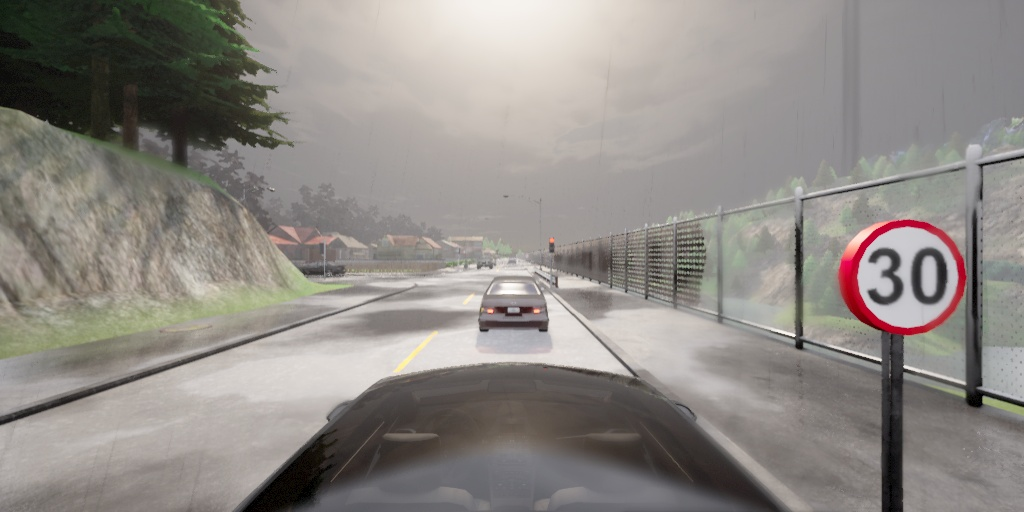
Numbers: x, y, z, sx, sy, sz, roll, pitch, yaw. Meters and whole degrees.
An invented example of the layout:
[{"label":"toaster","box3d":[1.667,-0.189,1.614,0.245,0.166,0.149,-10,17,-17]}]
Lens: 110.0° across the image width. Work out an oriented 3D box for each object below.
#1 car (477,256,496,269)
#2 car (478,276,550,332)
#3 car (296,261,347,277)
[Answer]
[{"label":"car","box3d":[-4.078,0.966,54.688,2.150,2.045,5.566,0,0,0]},{"label":"car","box3d":[0.050,1.296,10.794,2.033,1.411,5.357,0,0,0]},{"label":"car","box3d":[-18.548,1.224,34.384,5.008,1.535,1.882,0,0,2]}]
